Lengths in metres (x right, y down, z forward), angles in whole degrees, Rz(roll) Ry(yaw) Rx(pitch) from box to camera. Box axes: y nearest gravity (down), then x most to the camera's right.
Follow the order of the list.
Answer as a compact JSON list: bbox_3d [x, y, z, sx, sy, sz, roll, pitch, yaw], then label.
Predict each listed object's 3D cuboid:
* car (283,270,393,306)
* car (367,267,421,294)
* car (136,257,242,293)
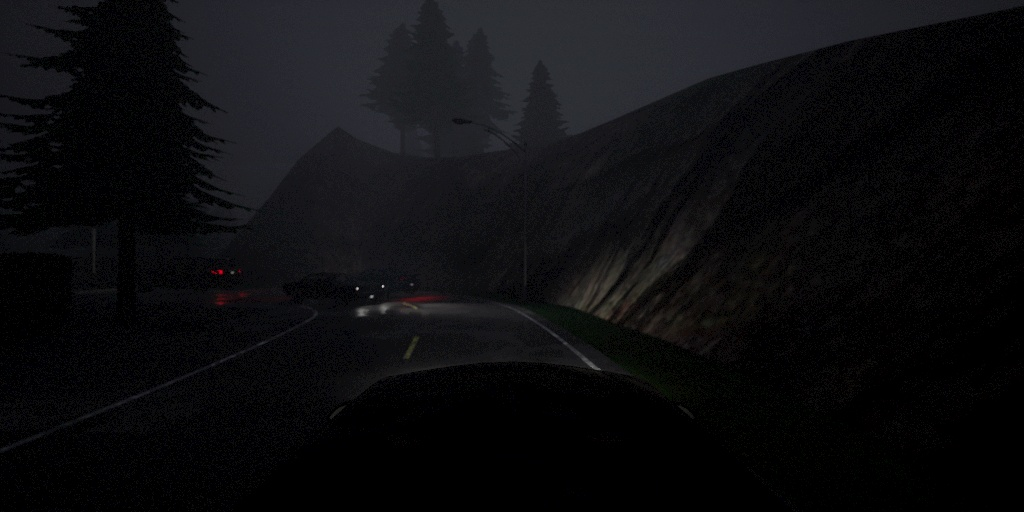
[{"bbox_3d":[-8.050,1.447,16.349,4.718,1.301,1.895,0,0,24],"label":"car"},{"bbox_3d":[-7.318,1.346,19.914,5.008,1.535,1.882,0,-1,32],"label":"car"},{"bbox_3d":[-19.621,1.108,21.802,5.566,2.045,2.150,0,0,2],"label":"car"}]
